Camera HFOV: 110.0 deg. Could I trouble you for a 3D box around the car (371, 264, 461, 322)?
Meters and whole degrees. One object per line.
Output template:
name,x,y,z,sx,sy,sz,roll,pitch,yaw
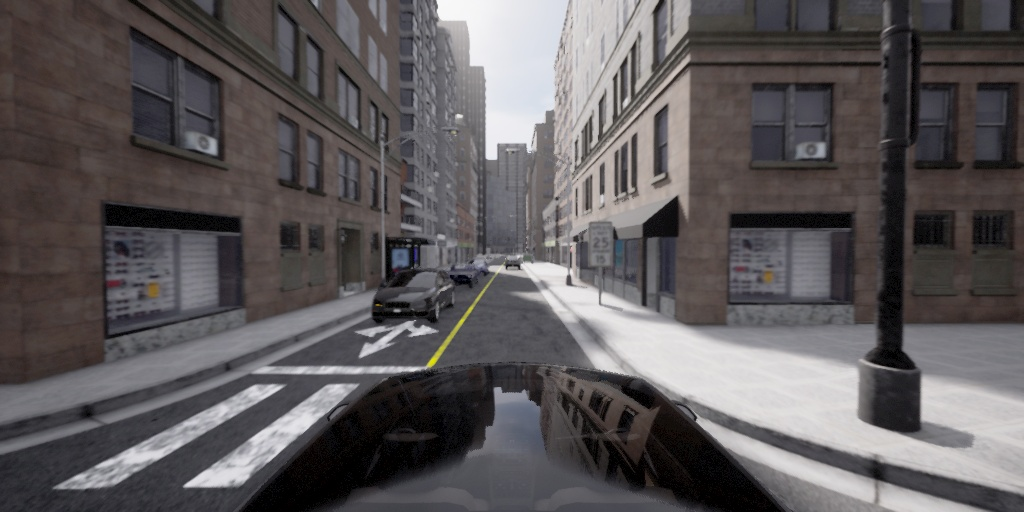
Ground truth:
car,-3.100,1.197,12.101,1.837,1.490,4.892,0,1,0

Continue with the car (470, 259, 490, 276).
car,-3.086,0.982,32.298,1.812,1.442,4.674,0,1,0

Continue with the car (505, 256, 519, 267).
car,0.004,0.780,53.332,2.033,1.411,5.357,0,1,0

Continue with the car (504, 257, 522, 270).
car,0.101,0.842,43.143,1.837,1.490,4.892,0,1,0

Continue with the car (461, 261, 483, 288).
car,-3.092,1.174,22.067,1.895,1.301,4.718,0,1,0
